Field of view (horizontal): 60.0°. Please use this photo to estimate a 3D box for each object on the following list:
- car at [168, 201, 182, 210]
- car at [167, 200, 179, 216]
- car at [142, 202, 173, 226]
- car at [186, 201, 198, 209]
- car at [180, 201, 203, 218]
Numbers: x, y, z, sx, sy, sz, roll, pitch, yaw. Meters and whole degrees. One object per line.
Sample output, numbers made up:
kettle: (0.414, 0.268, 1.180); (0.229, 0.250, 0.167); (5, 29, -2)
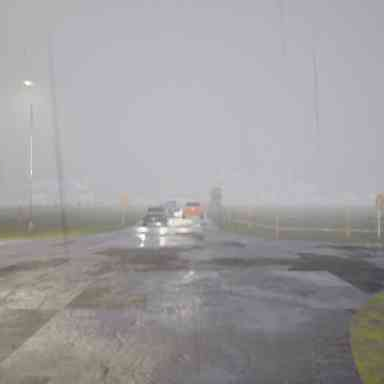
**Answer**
car: (-2.839, 2.266, 56.390); (2.033, 1.411, 5.357); (0, -1, 0)
car: (-2.843, 1.958, 36.182); (2.128, 1.511, 4.902); (0, -1, 0)
car: (-2.834, 1.855, 27.053); (1.837, 1.490, 4.892); (0, -1, 0)
car: (-0.022, 2.309, 59.837); (2.033, 1.411, 5.357); (0, -1, 0)
car: (0.083, 1.810, 35.523); (2.097, 1.767, 4.553); (0, -1, 0)
